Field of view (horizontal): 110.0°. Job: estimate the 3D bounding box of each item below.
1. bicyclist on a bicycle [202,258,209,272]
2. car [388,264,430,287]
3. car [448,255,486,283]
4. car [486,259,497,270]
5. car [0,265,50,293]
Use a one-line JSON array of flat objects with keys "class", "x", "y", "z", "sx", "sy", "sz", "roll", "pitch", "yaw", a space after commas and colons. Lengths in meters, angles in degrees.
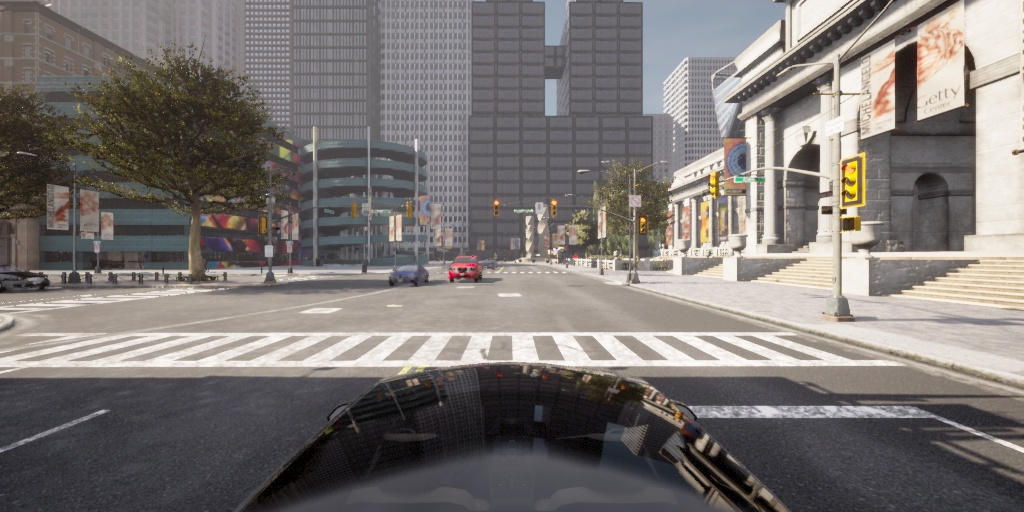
[{"class": "bicyclist on a bicycle", "x": -34.155, "y": 1.051, "z": 39.630, "sx": 0.582, "sy": 1.620, "sz": 1.656, "roll": 0, "pitch": 0, "yaw": 0}, {"class": "car", "x": -7.054, "y": 1.276, "z": 24.973, "sx": 1.812, "sy": 1.442, "sz": 4.674, "roll": 0, "pitch": 0, "yaw": 0}, {"class": "car", "x": -3.547, "y": 0.971, "z": 28.324, "sx": 2.150, "sy": 2.045, "sz": 5.566, "roll": 0, "pitch": 0, "yaw": 0}, {"class": "car", "x": -3.505, "y": 1.314, "z": 50.656, "sx": 1.994, "sy": 1.385, "sz": 4.181, "roll": 0, "pitch": 0, "yaw": 0}, {"class": "car", "x": -29.161, "y": 1.242, "z": 20.161, "sx": 4.902, "sy": 1.511, "sz": 2.128, "roll": 0, "pitch": 0, "yaw": 0}]
